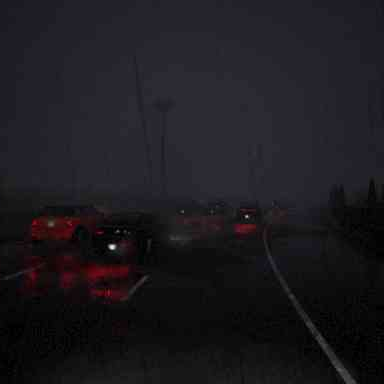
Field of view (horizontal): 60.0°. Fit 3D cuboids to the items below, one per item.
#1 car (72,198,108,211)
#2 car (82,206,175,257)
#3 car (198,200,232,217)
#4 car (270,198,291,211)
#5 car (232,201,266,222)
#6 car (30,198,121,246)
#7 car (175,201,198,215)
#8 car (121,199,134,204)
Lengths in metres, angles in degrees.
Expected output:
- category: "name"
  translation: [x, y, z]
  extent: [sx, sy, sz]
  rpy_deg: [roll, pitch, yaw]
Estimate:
- category: "car"
  translation: [-12.474, 1.476, 40.812]
  extent: [1.994, 1.385, 4.181]
  rpy_deg: [0, 0, 22]
- category: "car"
  translation: [-2.166, 1.482, 12.940]
  extent: [1.837, 1.490, 4.892]
  rpy_deg: [0, 0, 8]
- category: "car"
  translation: [2.533, 1.462, 30.646]
  extent: [2.128, 1.511, 4.902]
  rpy_deg: [0, 0, 20]
- category: "car"
  translation: [11.016, 1.509, 41.356]
  extent: [1.812, 1.442, 4.674]
  rpy_deg: [0, 0, 25]
- category: "car"
  translation: [4.691, 1.488, 26.273]
  extent: [1.837, 1.490, 4.892]
  rpy_deg: [0, 0, 18]
- category: "car"
  translation: [-5.276, 1.316, 15.391]
  extent: [2.097, 1.767, 4.553]
  rpy_deg: [0, 0, 10]
- category: "car"
  translation: [-0.036, 1.559, 33.768]
  extent: [1.895, 1.301, 4.718]
  rpy_deg: [0, 0, 22]
- category: "car"
  translation: [-8.751, 1.488, 40.652]
  extent: [1.994, 1.385, 4.181]
  rpy_deg: [0, 0, 24]
